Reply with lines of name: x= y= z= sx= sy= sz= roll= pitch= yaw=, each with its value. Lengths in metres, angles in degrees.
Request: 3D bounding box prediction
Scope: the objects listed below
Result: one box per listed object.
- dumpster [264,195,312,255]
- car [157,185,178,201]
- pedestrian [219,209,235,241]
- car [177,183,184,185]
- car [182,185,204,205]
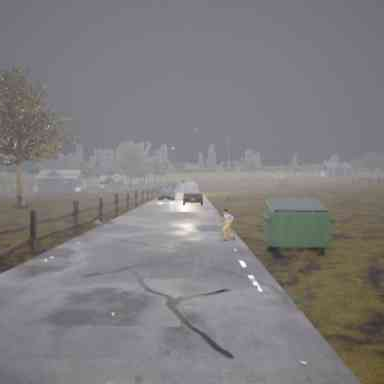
dumpster: x=3.145 y=1.024 z=11.153 sx=1.020 sy=1.700 sz=1.940 roll=1 pitch=3 yaw=0
car: x=-2.821 y=0.279 z=37.902 sx=2.033 sy=1.411 sz=5.357 roll=0 pitch=2 yaw=0
pedestrian: x=1.314 y=1.166 z=12.236 sx=0.375 sy=1.300 sz=0.375 roll=-2 pitch=3 yaw=-15
car: x=-2.701 y=-1.546 z=78.585 sx=1.882 sy=1.535 sz=5.008 roll=0 pitch=2 yaw=0
car: x=0.100 y=0.402 z=32.226 sx=1.882 sy=1.535 sz=5.008 roll=0 pitch=2 yaw=0
